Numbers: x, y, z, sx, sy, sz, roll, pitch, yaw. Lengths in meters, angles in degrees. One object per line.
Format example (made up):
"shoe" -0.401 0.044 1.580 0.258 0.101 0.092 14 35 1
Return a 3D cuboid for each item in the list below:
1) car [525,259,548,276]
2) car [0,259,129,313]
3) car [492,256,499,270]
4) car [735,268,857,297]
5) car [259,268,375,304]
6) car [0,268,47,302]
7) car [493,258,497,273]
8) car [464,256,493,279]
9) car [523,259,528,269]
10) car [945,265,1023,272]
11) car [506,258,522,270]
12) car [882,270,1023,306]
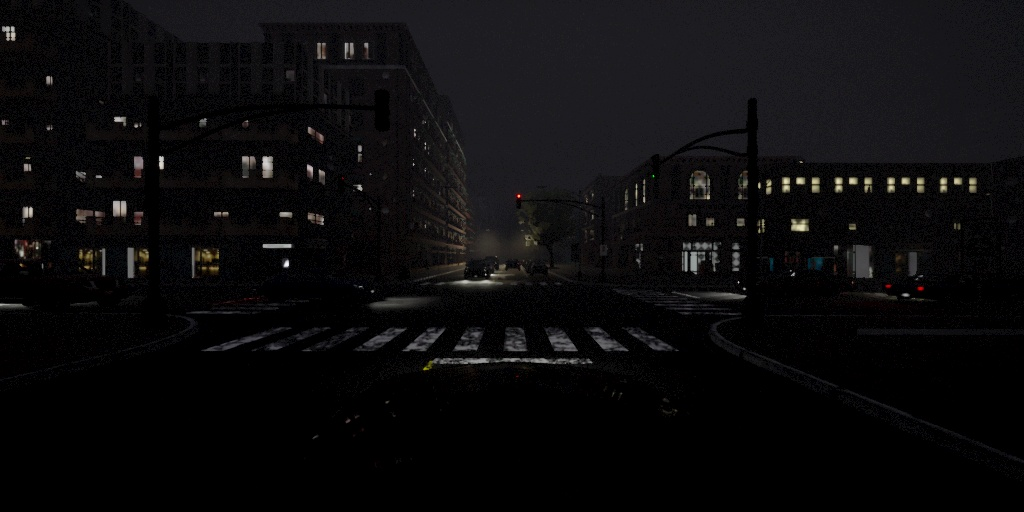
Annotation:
"car" 2.709 1.330 36.812 2.007 1.370 4.403 0 0 0
"car" -17.270 1.013 13.103 5.009 1.841 2.192 0 0 0
"car" -3.063 1.028 53.204 2.150 2.045 5.566 0 0 1
"car" 15.033 1.372 19.105 5.357 1.411 2.033 0 0 0
"car" -8.464 1.268 15.750 4.674 1.442 1.812 0 0 0
"car" -23.716 1.242 15.652 4.181 1.385 1.994 0 0 0
"car" -3.077 1.314 42.572 1.812 1.442 4.674 0 0 0
"car" -3.056 1.124 32.274 2.097 1.767 4.553 0 0 -1
"car" 2.712 1.228 42.509 1.967 1.591 4.097 0 0 0
"car" 24.533 1.219 19.166 4.553 1.767 2.097 0 0 0
"car" 0.129 1.158 53.590 2.097 1.767 4.553 0 0 0
"car" 19.687 1.446 15.935 4.718 1.301 1.895 0 0 0
